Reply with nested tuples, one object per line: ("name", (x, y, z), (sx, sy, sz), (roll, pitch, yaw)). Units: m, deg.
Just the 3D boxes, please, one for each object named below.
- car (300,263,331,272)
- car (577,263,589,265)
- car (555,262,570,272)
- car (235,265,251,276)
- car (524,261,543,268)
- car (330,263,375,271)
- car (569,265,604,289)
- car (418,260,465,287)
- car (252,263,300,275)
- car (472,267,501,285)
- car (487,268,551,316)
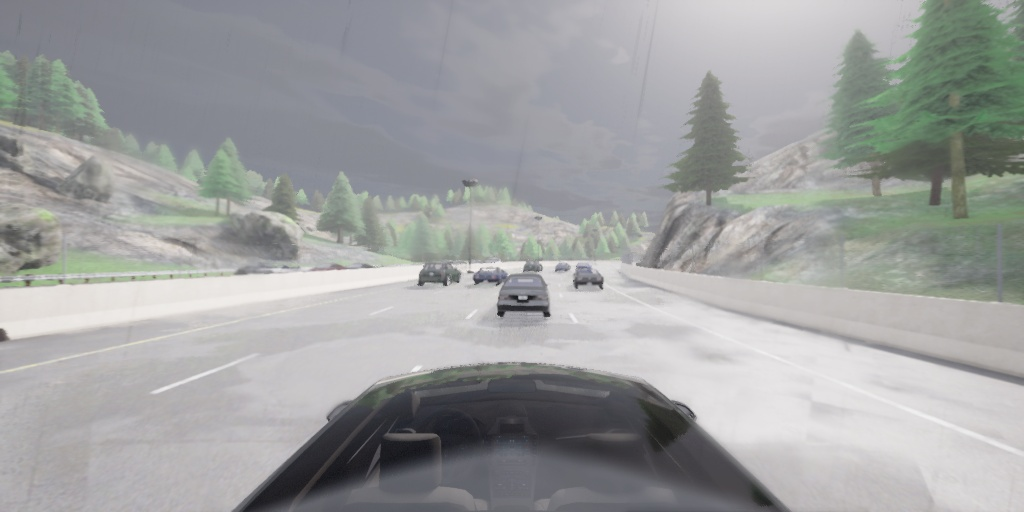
("car", (-18.175, 1.410, 35.441), (1.812, 1.442, 4.674), (0, 0, 10))
("car", (8.614, 1.525, 43.422), (1.882, 1.535, 5.008), (0, 0, 13))
("car", (7.771, 1.659, 54.159), (2.033, 1.411, 5.357), (0, 0, 17))
("car", (-25.196, 1.421, 35.840), (1.994, 1.385, 4.181), (0, 0, 10))
("car", (3.014, 1.416, 49.872), (2.097, 1.767, 4.553), (0, 0, 15))
("car", (-14.808, 1.418, 34.388), (1.812, 1.442, 4.674), (0, 0, 10))
("car", (5.196, 1.519, 25.005), (1.895, 1.301, 4.718), (0, 0, 7))
("car", (-5.177, 1.233, 26.314), (2.097, 1.767, 4.553), (0, 0, 7))
("car", (-21.903, 1.464, 34.452), (1.895, 1.301, 4.718), (0, 0, 9))
("car", (-1.554, 1.504, 27.238), (1.895, 1.301, 4.718), (0, 0, 8))
("car", (0.513, 1.375, 13.772), (2.033, 1.411, 5.357), (0, 0, 4))
